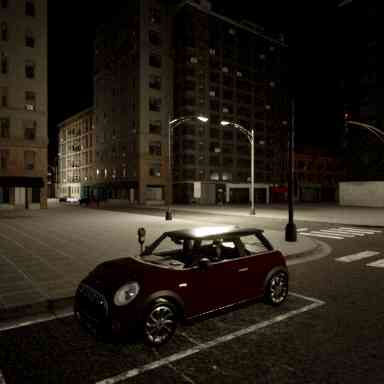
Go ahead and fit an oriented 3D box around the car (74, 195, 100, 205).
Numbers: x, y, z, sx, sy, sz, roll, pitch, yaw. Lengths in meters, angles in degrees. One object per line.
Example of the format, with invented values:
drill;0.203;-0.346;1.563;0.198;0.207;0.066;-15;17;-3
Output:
car;-15.842;1.220;51.149;2.128;1.511;4.902;0;0;-38

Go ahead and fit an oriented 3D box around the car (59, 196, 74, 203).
car;-22.165;1.274;59.248;1.895;1.301;4.718;0;0;-39

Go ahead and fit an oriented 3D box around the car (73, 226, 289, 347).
car;-0.052;1.440;6.265;4.097;1.590;1.967;0;0;-38
